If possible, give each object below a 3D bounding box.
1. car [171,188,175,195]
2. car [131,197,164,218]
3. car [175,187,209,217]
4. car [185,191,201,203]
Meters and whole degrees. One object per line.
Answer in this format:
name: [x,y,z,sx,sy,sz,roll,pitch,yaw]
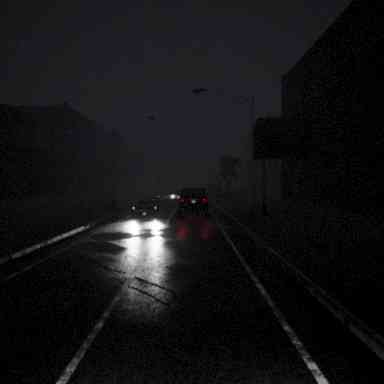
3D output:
car: [-2.994,-0.114,65.382,1.895,1.301,4.718,0,2,0]
car: [-3.095,1.060,23.853,1.895,1.301,4.718,0,1,0]
car: [0.106,0.650,24.604,2.150,2.045,5.566,0,2,0]
car: [0.110,0.548,42.394,1.895,1.301,4.718,0,2,0]
